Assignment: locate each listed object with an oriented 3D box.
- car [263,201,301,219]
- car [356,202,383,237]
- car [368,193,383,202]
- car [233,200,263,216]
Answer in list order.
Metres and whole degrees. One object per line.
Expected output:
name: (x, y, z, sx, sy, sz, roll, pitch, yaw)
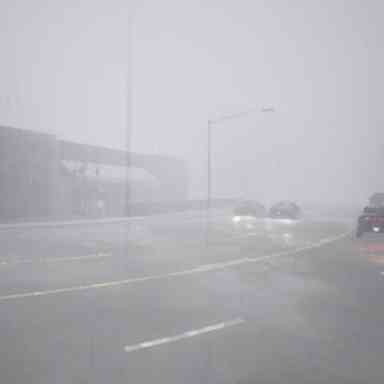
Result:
car: (7.726, 1.436, 27.587, 1.994, 1.385, 4.181, 0, 0, 30)
car: (9.516, 1.426, 16.696, 1.837, 1.490, 4.892, 1, 0, 34)
car: (16.811, 1.089, 29.249, 2.150, 2.045, 5.566, 0, 0, 29)
car: (5.336, 1.421, 30.457, 1.994, 1.385, 4.181, 0, 0, 30)
